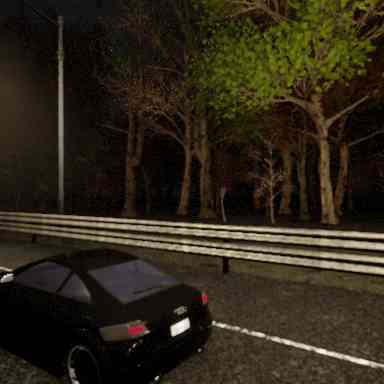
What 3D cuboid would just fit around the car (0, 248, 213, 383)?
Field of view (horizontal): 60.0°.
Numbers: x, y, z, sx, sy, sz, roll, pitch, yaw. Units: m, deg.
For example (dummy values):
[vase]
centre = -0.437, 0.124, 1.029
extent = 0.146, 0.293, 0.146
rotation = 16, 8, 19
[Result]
[car]
centre = -1.770, 1.595, 5.142
extent = 4.181, 1.385, 1.994
rotation = -1, 0, 36
